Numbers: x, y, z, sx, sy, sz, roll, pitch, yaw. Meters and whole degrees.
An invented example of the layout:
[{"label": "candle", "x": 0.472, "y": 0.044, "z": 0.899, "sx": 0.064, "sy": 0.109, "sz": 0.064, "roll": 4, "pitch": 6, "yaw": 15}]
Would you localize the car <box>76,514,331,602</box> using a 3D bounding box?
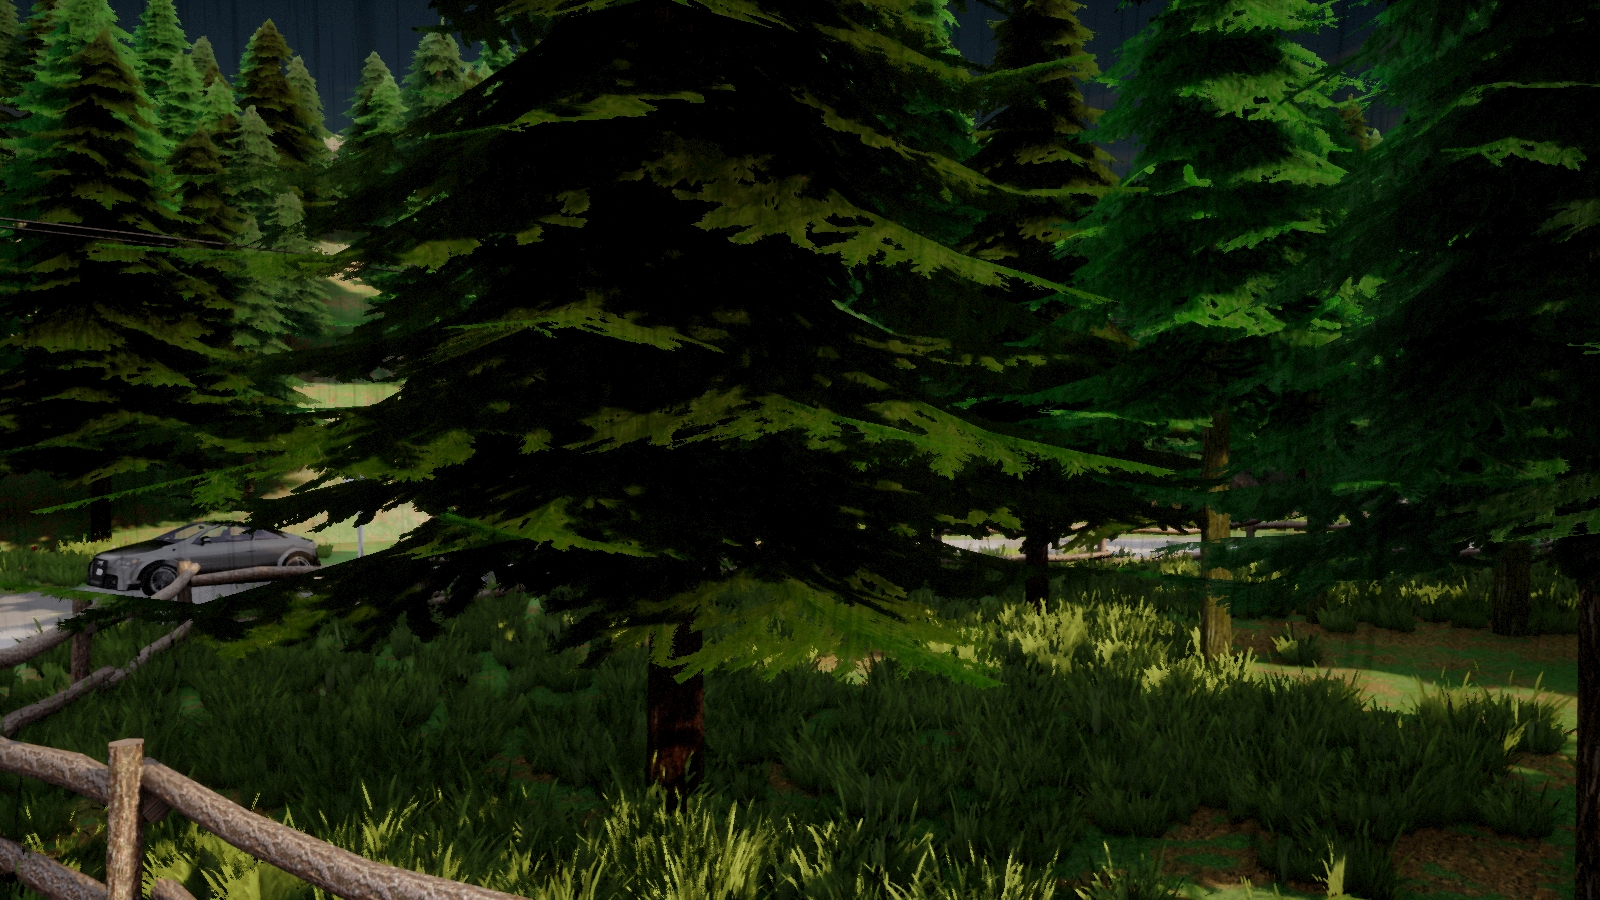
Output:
[{"label": "car", "x": -12.064, "y": 2.119, "z": 23.309, "sx": 1.994, "sy": 1.385, "sz": 4.181, "roll": 0, "pitch": 0, "yaw": 41}]
